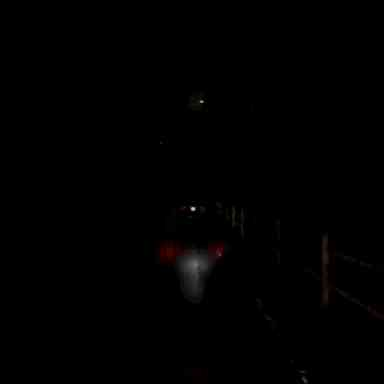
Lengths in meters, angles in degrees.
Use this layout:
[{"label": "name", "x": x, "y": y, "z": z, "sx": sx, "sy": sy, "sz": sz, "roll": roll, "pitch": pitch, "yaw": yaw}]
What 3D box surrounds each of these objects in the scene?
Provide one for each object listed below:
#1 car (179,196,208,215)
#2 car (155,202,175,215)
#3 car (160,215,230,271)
[{"label": "car", "x": 0.097, "y": 1.351, "z": 26.875, "sx": 2.150, "sy": 2.045, "sz": 5.566, "roll": 0, "pitch": 0, "yaw": 0}, {"label": "car", "x": -2.834, "y": 1.777, "z": 35.823, "sx": 1.895, "sy": 1.301, "sz": 4.718, "roll": 0, "pitch": 0, "yaw": 0}, {"label": "car", "x": 0.087, "y": 1.654, "z": 11.072, "sx": 1.895, "sy": 1.301, "sz": 4.718, "roll": 0, "pitch": 0, "yaw": 0}]
